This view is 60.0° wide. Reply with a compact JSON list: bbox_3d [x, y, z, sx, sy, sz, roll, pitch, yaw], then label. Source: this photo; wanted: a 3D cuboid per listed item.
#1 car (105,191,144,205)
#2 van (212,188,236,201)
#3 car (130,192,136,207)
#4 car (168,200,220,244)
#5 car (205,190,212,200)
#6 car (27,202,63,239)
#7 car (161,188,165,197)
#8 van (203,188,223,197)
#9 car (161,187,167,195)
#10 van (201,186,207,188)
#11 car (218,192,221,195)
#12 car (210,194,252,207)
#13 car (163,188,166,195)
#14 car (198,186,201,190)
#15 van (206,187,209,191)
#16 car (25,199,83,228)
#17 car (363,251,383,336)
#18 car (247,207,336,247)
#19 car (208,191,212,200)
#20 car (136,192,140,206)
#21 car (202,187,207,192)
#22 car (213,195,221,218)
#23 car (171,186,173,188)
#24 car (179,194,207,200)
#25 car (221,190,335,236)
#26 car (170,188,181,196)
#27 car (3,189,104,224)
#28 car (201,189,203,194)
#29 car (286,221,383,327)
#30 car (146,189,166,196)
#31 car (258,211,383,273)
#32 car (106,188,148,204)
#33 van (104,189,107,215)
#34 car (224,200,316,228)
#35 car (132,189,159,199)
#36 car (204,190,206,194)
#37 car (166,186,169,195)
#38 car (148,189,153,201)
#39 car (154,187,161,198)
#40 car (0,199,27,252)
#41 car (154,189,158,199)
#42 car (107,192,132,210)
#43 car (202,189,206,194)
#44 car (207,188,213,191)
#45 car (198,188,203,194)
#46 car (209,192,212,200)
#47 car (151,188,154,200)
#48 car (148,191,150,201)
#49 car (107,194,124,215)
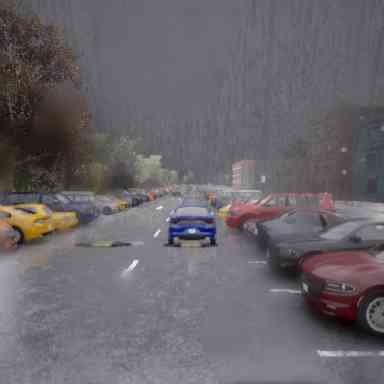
[{"bbox_3d":[-8.508,0.758,42.159,4.553,1.767,2.185,0,1,0],"label":"car"},{"bbox_3d":[4.424,0.848,31.051,4.442,1.987,1.878,0,1,0],"label":"van"},{"bbox_3d":[-8.546,1.027,33.808,4.892,1.521,2.231,0,1,0],"label":"car"},{"bbox_3d":[0.001,1.306,14.652,1.882,1.535,5.008,0,-1,0],"label":"car"},{"bbox_3d":[4.726,0.881,42.186,5.366,1.575,1.946,0,1,0],"label":"car"},{"bbox_3d":[-8.534,1.352,14.192,5.008,1.535,2.097,0,1,0],"label":"car"},{"bbox_3d":[-8.509,0.459,67.222,4.792,1.488,2.163,0,1,0],"label":"car"},{"bbox_3d":[4.657,0.048,75.452,4.442,1.987,1.878,0,1,0],"label":"van"},{"bbox_3d":[-8.725,0.323,72.666,5.366,1.575,1.946,0,1,0],"label":"car"},{"bbox_3d":[4.657,0.152,70.011,4.442,1.987,1.878,0,1,0],"label":"van"},{"bbox_3d":[4.572,1.043,25.361,4.553,1.767,2.185,0,1,0],"label":"car"},{"bbox_3d":[4.538,0.973,39.404,4.674,1.452,2.002,0,1,0],"label":"car"},{"bbox_3d":[-8.545,0.376,70.007,5.008,1.535,2.097,0,1,0],"label":"car"},{"bbox_3d":[4.569,0.073,72.794,5.566,2.045,2.435,0,1,0],"label":"car"},{"bbox_3d":[4.658,0.562,47.685,4.442,1.987,1.878,0,1,0],"label":"van"},{"bbox_3d":[-8.725,1.301,17.100,5.366,1.575,1.946,0,1,0],"label":"car"},{"bbox_3d":[4.537,1.507,3.206,4.674,1.452,2.002,0,0,0],"label":"car"},{"bbox_3d":[4.569,1.421,11.572,4.792,1.488,2.163,0,1,0],"label":"car"},{"bbox_3d":[4.546,0.980,36.620,5.008,1.535,2.097,0,1,0],"label":"car"},{"bbox_3d":[-8.568,1.009,36.590,4.792,1.488,2.163,0,1,0],"label":"car"},{"bbox_3d":[4.572,0.460,58.881,4.553,1.767,2.185,0,1,0],"label":"car"},{"bbox_3d":[4.355,1.209,22.705,5.366,1.575,1.946,0,1,0],"label":"car"},{"bbox_3d":[-8.568,-0.245,89.493,5.566,2.045,2.435,0,1,0],"label":"car"},{"bbox_3d":[0.000,1.181,29.645,2.033,1.411,5.357,0,1,0],"label":"car"},{"bbox_3d":[4.512,1.053,17.136,5.566,2.045,2.435,0,1,0],"label":"car"},{"bbox_3d":[-3.499,0.311,76.651,1.895,1.301,4.718,0,1,0],"label":"car"},{"bbox_3d":[-8.511,1.007,19.880,5.566,2.045,2.435,0,1,0],"label":"car"},{"bbox_3d":[4.534,0.535,61.667,4.892,1.521,2.231,0,1,0],"label":"car"},{"bbox_3d":[4.546,1.450,5.995,5.008,1.535,2.097,0,0,0],"label":"car"},{"bbox_3d":[-8.508,0.092,78.357,4.553,1.767,2.185,0,1,0],"label":"car"},{"bbox_3d":[4.545,1.425,8.785,5.008,1.535,2.097,0,1,0],"label":"car"},{"bbox_3d":[-8.511,0.681,39.373,5.566,2.045,2.435,0,1,0],"label":"car"},{"bbox_3d":[-8.423,0.986,22.665,4.442,1.987,1.878,0,1,0],"label":"van"},{"bbox_3d":[4.546,1.258,19.923,5.008,1.535,2.097,0,1,0],"label":"car"},{"bbox_3d":[-8.571,0.407,61.651,4.553,1.767,2.185,0,1,0],"label":"car"},{"bbox_3d":[4.570,0.766,50.536,4.792,1.488,2.163,0,1,0],"label":"car"},{"bbox_3d":[-8.567,0.022,75.446,5.566,2.045,2.435,0,1,0],"label":"car"},{"bbox_3d":[-8.534,0.786,47.730,5.008,1.535,2.097,0,1,0],"label":"car"},{"bbox_3d":[-8.511,0.384,56.080,5.566,2.045,2.435,0,1,0],"label":"car"},{"bbox_3d":[-8.571,1.267,11.405,4.553,1.767,2.185,0,1,0],"label":"car"},{"bbox_3d":[-8.544,0.686,53.298,5.008,1.535,2.097,0,1,0],"label":"car"},{"bbox_3d":[-8.545,1.073,31.023,5.008,1.535,2.097,0,1,0],"label":"car"},{"bbox_3d":[4.538,0.676,56.102,4.674,1.452,2.002,0,1,0],"label":"car"},{"bbox_3d":[4.572,0.710,44.967,4.553,1.767,2.185,0,1,0],"label":"car"},{"bbox_3d":[4.355,0.479,64.450,5.366,1.575,1.946,0,1,0],"label":"car"},{"bbox_3d":[4.535,1.027,33.837,5.008,1.535,2.097,0,1,0],"label":"car"},{"bbox_3d":[-8.507,0.611,50.511,4.553,1.767,2.185,0,1,0],"label":"car"},{"bbox_3d":[-8.542,0.875,44.946,4.674,1.452,2.002,0,1,0],"label":"car"},{"bbox_3d":[-8.542,1.160,28.239,4.674,1.452,2.002,0,1,0],"label":"car"}]
